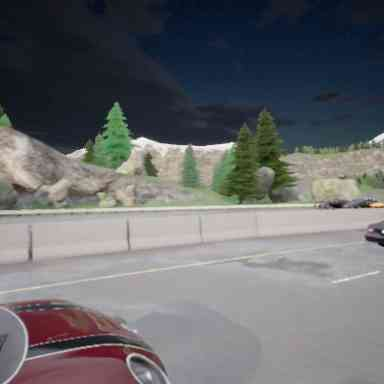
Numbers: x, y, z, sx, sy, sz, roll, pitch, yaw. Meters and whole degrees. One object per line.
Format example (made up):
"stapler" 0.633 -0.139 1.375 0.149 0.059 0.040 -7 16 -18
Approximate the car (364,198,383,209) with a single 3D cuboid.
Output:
"car" 20.670 1.421 34.416 5.008 1.535 1.882 0 0 -21

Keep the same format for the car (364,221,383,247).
"car" 9.361 1.526 13.503 5.357 1.411 2.033 0 0 -29

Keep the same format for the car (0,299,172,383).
"car" -2.291 1.344 1.993 4.553 1.767 2.097 0 0 -36

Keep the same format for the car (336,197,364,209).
"car" 19.159 1.440 37.567 4.892 1.490 1.837 1 0 -21

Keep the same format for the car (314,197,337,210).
"car" 17.172 1.415 40.539 4.902 1.511 2.128 0 0 -22
